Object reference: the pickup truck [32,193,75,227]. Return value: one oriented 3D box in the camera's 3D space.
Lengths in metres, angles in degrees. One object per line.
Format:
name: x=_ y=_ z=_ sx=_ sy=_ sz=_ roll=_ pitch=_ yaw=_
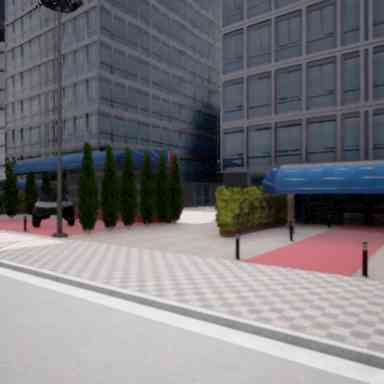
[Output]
pickup truck: x=-9.388 y=1.111 z=22.437 sx=2.390 sy=2.098 sz=6.274 roll=0 pitch=0 yaw=-24
